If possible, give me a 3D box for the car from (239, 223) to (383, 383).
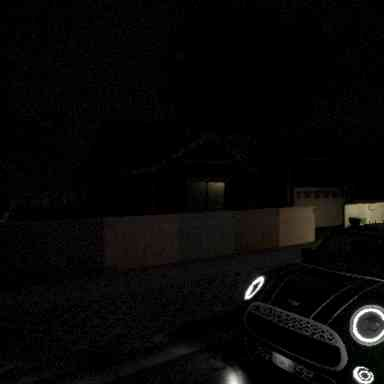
[{"bbox_3d":[2.863,1.316,5.055,4.553,1.767,2.097,-1,0,-35],"label":"car"}]
